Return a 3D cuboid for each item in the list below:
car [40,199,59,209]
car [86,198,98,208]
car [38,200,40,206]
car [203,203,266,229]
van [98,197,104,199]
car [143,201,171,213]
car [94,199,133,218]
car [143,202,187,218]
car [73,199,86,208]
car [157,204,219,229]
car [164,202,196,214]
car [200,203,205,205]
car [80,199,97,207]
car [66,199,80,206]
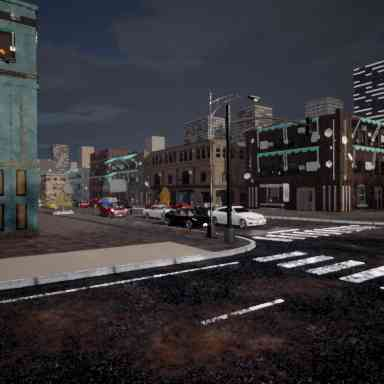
[{"bbox_3d":[-24.349,2.235,57.579,1.752,1.417,4.829,-1,0,-36],"label":"car"},{"bbox_3d":[-17.636,1.943,62.591,2.192,1.841,5.009,-1,0,-36],"label":"car"},{"bbox_3d":[-30.884,2.378,66.725,2.008,1.369,4.403,-1,0,-36],"label":"car"},{"bbox_3d":[3.103,1.724,23.684,1.812,1.442,4.674,-1,0,-37],"label":"car"},{"bbox_3d":[-14.417,1.910,58.088,1.690,1.788,3.998,-1,0,-36],"label":"van"},{"bbox_3d":[-4.757,1.969,44.578,1.802,1.307,4.206,-1,0,-36],"label":"car"},{"bbox_3d":[-8.360,1.848,35.200,1.967,1.590,4.097,-1,0,-36],"label":"car"},{"bbox_3d":[-2.855,1.917,31.971,1.895,1.301,4.718,-1,0,-36],"label":"car"},{"bbox_3d":[-20.573,2.233,62.267,1.994,1.385,4.181,-1,0,-36],"label":"car"},{"bbox_3d":[-0.387,1.816,23.839,1.947,1.339,4.313,-1,0,-36],"label":"car"},{"bbox_3d":[-1.539,1.907,40.075,1.802,1.307,4.206,-2,0,-36],"label":"car"},{"bbox_3d":[1.678,1.813,35.571,2.008,1.369,4.403,-2,0,-36],"label":"car"},{"bbox_3d":[-20.849,2.231,67.095,1.887,1.381,4.507,-1,0,-36],"label":"car"},{"bbox_3d":[-27.285,2.367,76.102,1.947,1.339,4.313,-1,0,-36],"label":"car"}]
